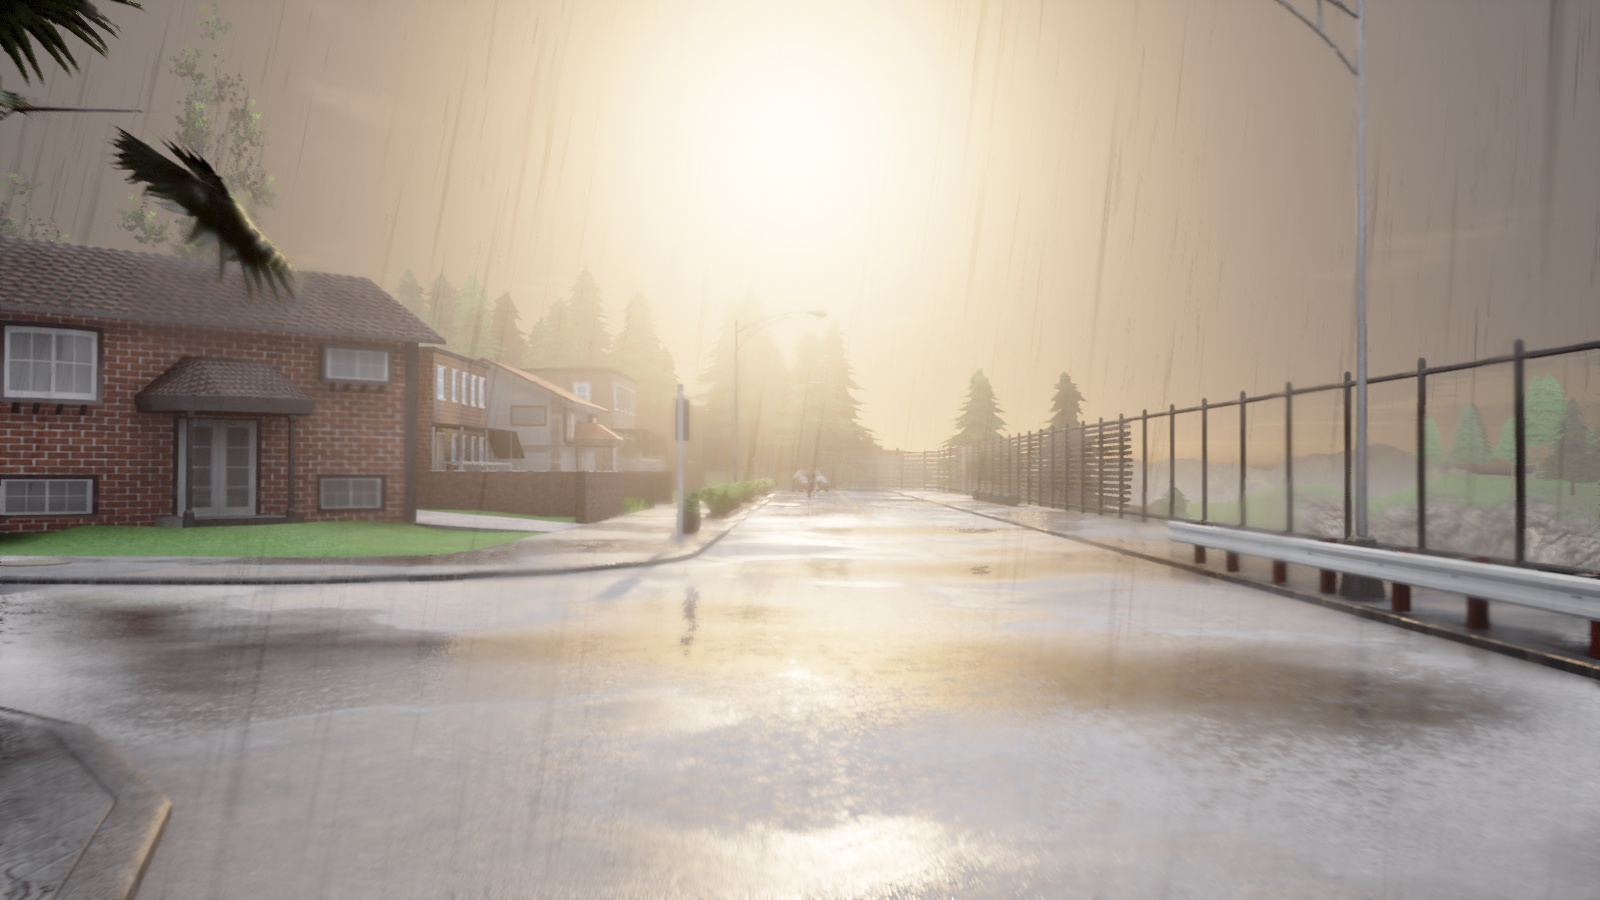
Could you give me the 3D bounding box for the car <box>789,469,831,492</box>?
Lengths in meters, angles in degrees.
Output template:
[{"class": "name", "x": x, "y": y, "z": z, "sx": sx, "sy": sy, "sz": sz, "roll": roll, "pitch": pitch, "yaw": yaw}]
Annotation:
[{"class": "car", "x": 0.699, "y": 2.225, "z": 93.684, "sx": 2.242, "sy": 1.667, "sz": 4.611, "roll": 0, "pitch": -1, "yaw": -11}]
